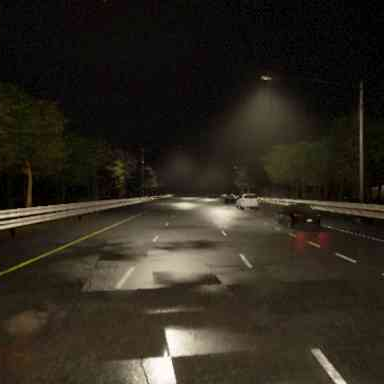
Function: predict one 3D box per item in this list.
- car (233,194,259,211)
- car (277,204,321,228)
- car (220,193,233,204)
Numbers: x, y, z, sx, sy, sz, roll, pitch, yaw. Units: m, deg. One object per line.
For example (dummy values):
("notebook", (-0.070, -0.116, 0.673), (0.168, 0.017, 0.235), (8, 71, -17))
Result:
("car", (6.997, 1.254, 42.112), (2.150, 2.045, 5.566), (0, 0, 0))
("car", (6.995, 1.536, 22.105), (1.812, 1.442, 4.674), (0, 0, 0))
("car", (7.038, 1.391, 63.595), (2.097, 1.767, 4.553), (0, 0, 0))
